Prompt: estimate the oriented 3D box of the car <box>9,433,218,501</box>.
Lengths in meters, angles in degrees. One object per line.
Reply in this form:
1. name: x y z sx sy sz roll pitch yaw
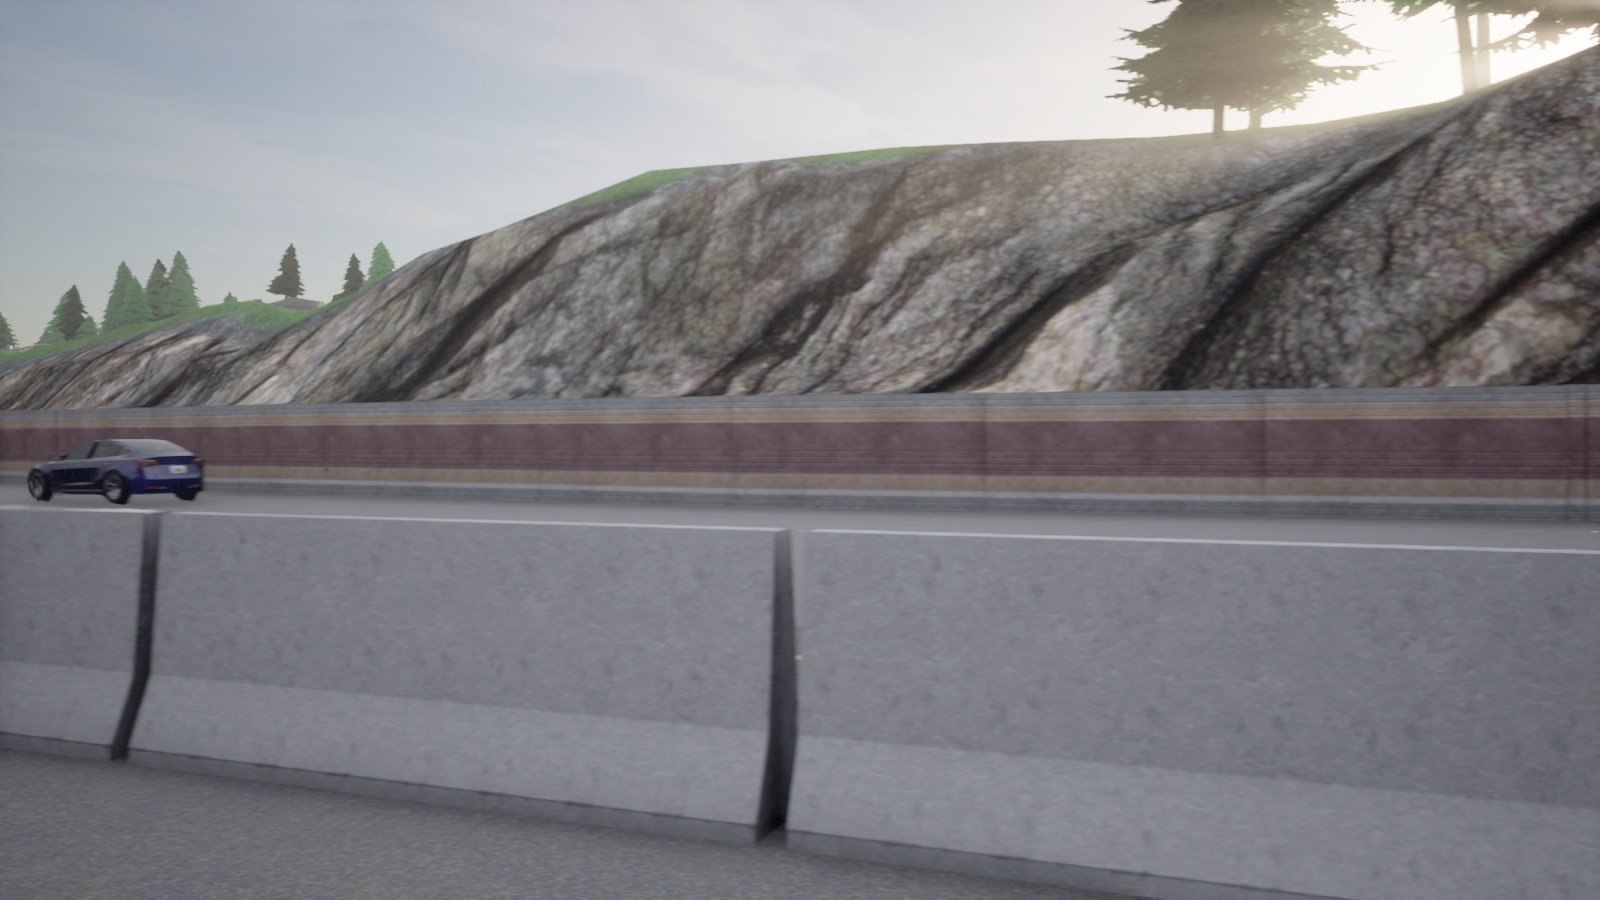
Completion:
1. car: -16.328 0.345 29.826 4.792 1.488 2.163 1 1 30
